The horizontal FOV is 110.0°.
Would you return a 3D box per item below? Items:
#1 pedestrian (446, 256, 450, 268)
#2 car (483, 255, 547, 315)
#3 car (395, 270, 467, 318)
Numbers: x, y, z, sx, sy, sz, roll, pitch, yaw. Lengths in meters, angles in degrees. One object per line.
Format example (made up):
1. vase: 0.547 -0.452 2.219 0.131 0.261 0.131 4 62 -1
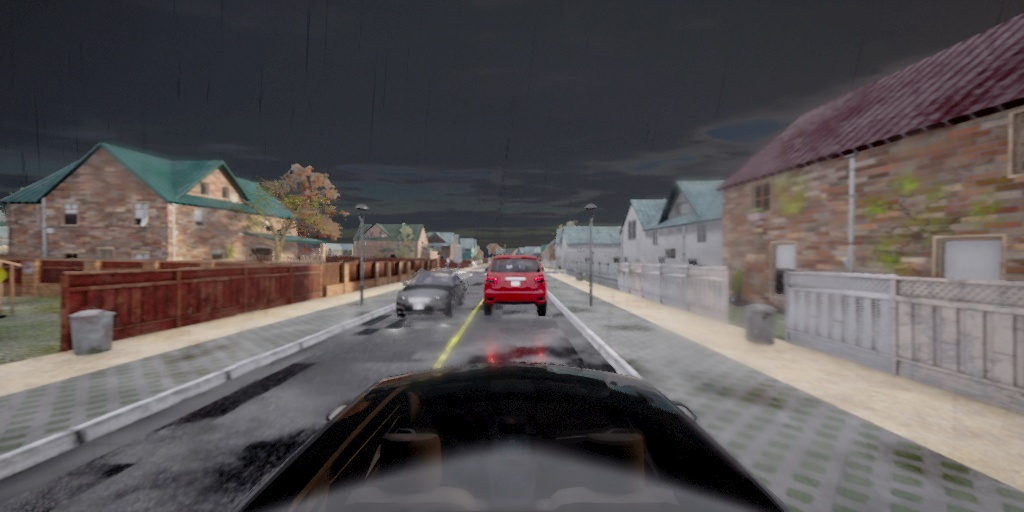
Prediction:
1. pedestrian: -9.660 0.934 53.970 0.375 1.860 0.375 0 0 1
2. car: 0.105 1.034 14.039 2.150 2.045 5.566 0 -1 0
3. car: -2.846 1.309 13.447 2.128 1.511 4.902 0 0 0
